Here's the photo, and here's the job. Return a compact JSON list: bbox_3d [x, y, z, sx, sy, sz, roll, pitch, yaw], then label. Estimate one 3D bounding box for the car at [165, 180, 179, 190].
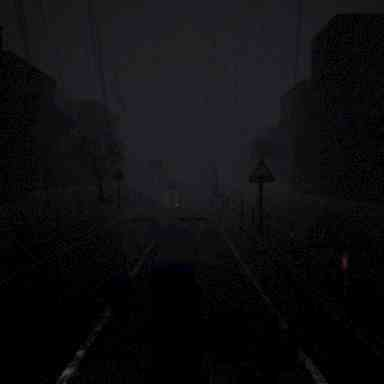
[{"bbox_3d":[-3.150,-1.146,53.284,1.837,1.490,4.892,0,4,0],"label":"car"}]
